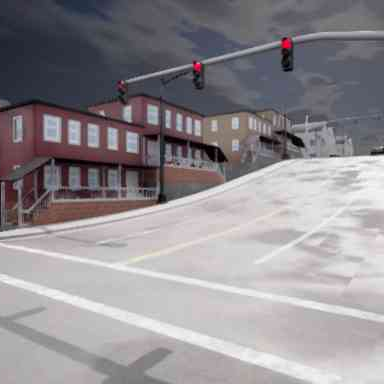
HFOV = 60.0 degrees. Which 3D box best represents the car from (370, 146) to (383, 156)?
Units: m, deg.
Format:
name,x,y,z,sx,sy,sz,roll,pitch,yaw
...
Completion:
name,x,y,z,sx,sy,sz,roll,pitch,yaw
car,27.221,-5.999,48.431,2.033,1.411,5.357,0,4,35
